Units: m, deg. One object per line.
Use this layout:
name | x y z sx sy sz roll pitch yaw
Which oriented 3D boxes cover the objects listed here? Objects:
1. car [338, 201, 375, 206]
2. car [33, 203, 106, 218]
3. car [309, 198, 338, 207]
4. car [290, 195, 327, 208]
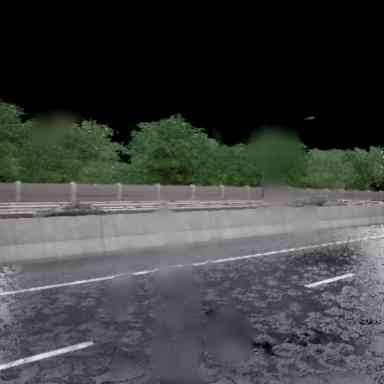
car | 17.074 1.754 33.349 4.718 1.301 1.895 1 0 -35
car | -8.576 1.529 23.596 4.892 1.490 1.837 1 0 -35
car | 15.726 1.707 36.678 5.357 1.411 2.033 1 0 -35
car | 14.211 1.390 39.891 5.566 2.045 2.150 1 -1 -35
